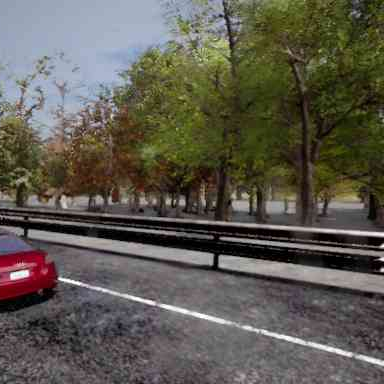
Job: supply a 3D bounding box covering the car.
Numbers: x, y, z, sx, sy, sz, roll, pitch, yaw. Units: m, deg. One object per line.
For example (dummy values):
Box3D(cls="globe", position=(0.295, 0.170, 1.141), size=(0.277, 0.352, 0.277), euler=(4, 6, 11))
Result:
Box3D(cls="car", position=(-4.862, 1.500, 7.346), size=(4.181, 1.385, 1.994), euler=(1, 0, 35))
